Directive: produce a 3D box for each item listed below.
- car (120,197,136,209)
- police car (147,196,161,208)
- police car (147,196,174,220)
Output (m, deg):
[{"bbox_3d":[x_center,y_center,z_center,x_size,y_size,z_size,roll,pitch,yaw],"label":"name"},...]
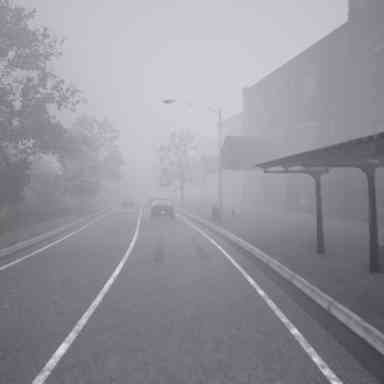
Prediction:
[{"bbox_3d":[-8.892,1.487,46.511,1.882,1.535,5.008,-1,0,-8],"label":"car"},{"bbox_3d":[-5.756,1.452,49.936,2.038,1.542,4.974,-1,0,-8],"label":"police car"},{"bbox_3d":[-2.611,1.379,28.368,1.930,1.638,5.238,-1,0,-8],"label":"police car"}]
